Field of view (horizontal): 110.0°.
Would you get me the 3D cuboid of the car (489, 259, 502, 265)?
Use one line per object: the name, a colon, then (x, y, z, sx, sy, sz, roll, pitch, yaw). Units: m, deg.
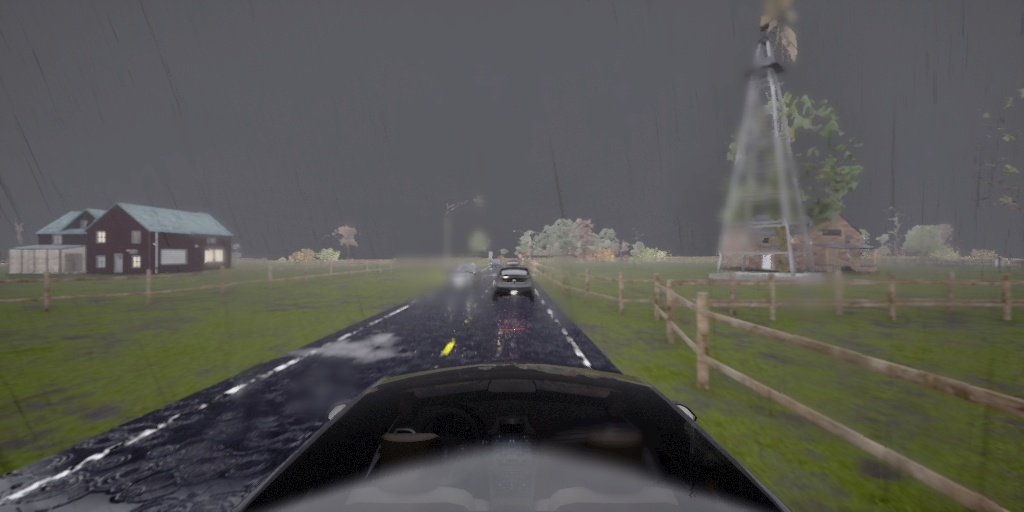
car: (-2.786, 1.217, 62.545, 1.837, 1.490, 4.892, 0, 0, 1)

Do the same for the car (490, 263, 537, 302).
car: (0.100, 1.249, 17.041, 1.837, 1.490, 4.892, 0, 0, 0)

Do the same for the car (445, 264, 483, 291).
car: (-2.848, 1.234, 21.962, 2.128, 1.511, 4.902, 0, 0, 0)

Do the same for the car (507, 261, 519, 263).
car: (0.099, 1.238, 39.460, 1.837, 1.490, 4.892, 0, 0, 0)
